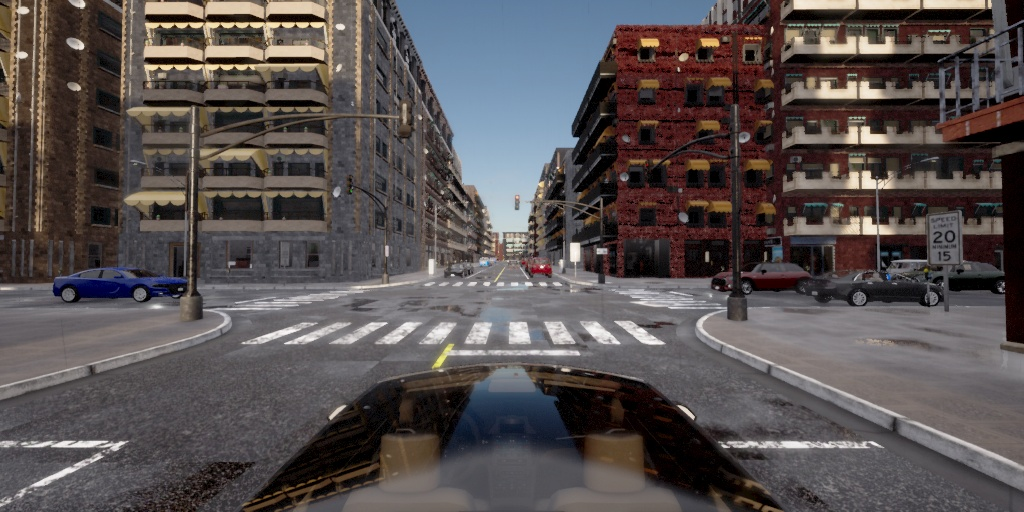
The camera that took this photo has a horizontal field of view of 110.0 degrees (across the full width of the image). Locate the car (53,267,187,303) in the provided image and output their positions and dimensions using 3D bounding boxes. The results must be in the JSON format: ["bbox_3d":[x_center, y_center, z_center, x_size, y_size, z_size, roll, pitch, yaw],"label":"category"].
[{"bbox_3d":[-17.589,1.254,16.320,5.008,1.535,1.882,0,-1,0],"label":"car"}]

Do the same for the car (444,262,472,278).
[{"bbox_3d":[-5.259,1.328,33.983,1.948,1.339,4.313,0,0,0],"label":"car"}]

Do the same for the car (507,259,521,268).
[{"bbox_3d":[0.207,1.314,63.539,2.128,1.511,4.902,0,0,0],"label":"car"}]

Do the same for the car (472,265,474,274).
[{"bbox_3d":[-5.250,1.331,39.544,1.948,1.339,4.313,0,0,0],"label":"car"}]

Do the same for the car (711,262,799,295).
[{"bbox_3d":[13.159,1.101,19.111,4.553,1.767,2.097,0,-1,-1],"label":"car"}]

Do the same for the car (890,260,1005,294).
[{"bbox_3d":[23.095,1.079,19.096,4.553,1.767,2.097,0,-1,0],"label":"car"}]

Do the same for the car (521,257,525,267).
[{"bbox_3d":[2.641,1.086,45.138,2.192,1.841,5.009,0,0,0],"label":"car"}]

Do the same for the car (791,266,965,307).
[{"bbox_3d":[13.765,1.185,13.702,4.403,1.370,2.007,0,0,0],"label":"car"}]

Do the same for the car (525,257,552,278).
[{"bbox_3d":[2.622,1.077,34.015,2.192,1.841,5.009,0,0,0],"label":"car"}]
